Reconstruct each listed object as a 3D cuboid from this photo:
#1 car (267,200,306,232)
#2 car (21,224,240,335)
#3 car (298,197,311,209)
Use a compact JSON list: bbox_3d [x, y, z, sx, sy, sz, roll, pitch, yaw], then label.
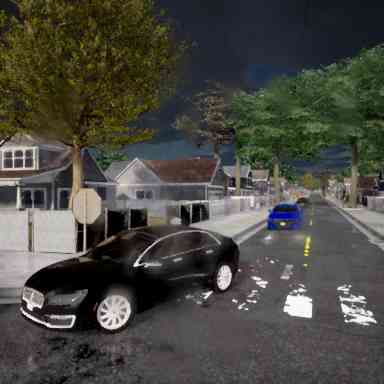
[{"bbox_3d":[5.811,1.479,20.483,1.882,1.535,5.008,0,0,20],"label":"car"},{"bbox_3d":[-0.882,1.506,6.946,1.837,1.490,4.892,0,0,42],"label":"car"},{"bbox_3d":[15.741,1.532,47.172,1.837,1.490,4.892,0,0,20],"label":"car"}]
